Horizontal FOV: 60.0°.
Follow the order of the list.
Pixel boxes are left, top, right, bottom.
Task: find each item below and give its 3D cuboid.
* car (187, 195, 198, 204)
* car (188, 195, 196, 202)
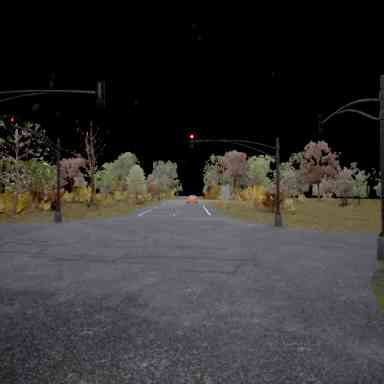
[{"bbox_3d":[0.070,1.424,67.959,2.097,1.767,4.553,0,0,0],"label":"car"},{"bbox_3d":[0.080,1.449,77.994,1.812,1.442,4.674,0,0,0],"label":"car"}]
